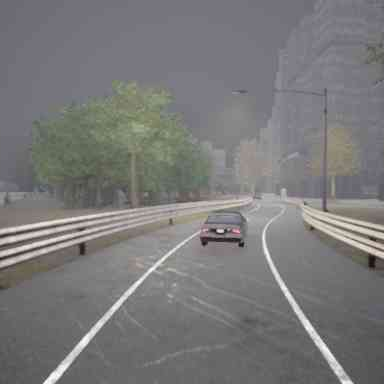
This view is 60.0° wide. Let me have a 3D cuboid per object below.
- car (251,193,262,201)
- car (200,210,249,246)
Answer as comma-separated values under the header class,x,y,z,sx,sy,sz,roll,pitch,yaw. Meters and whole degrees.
class,x,y,z,sx,sy,sz,roll,pitch,yaw
car,16.309,1.197,85.015,2.150,2.045,5.566,0,0,0
car,1.588,1.554,15.323,2.033,1.411,5.357,0,0,11
